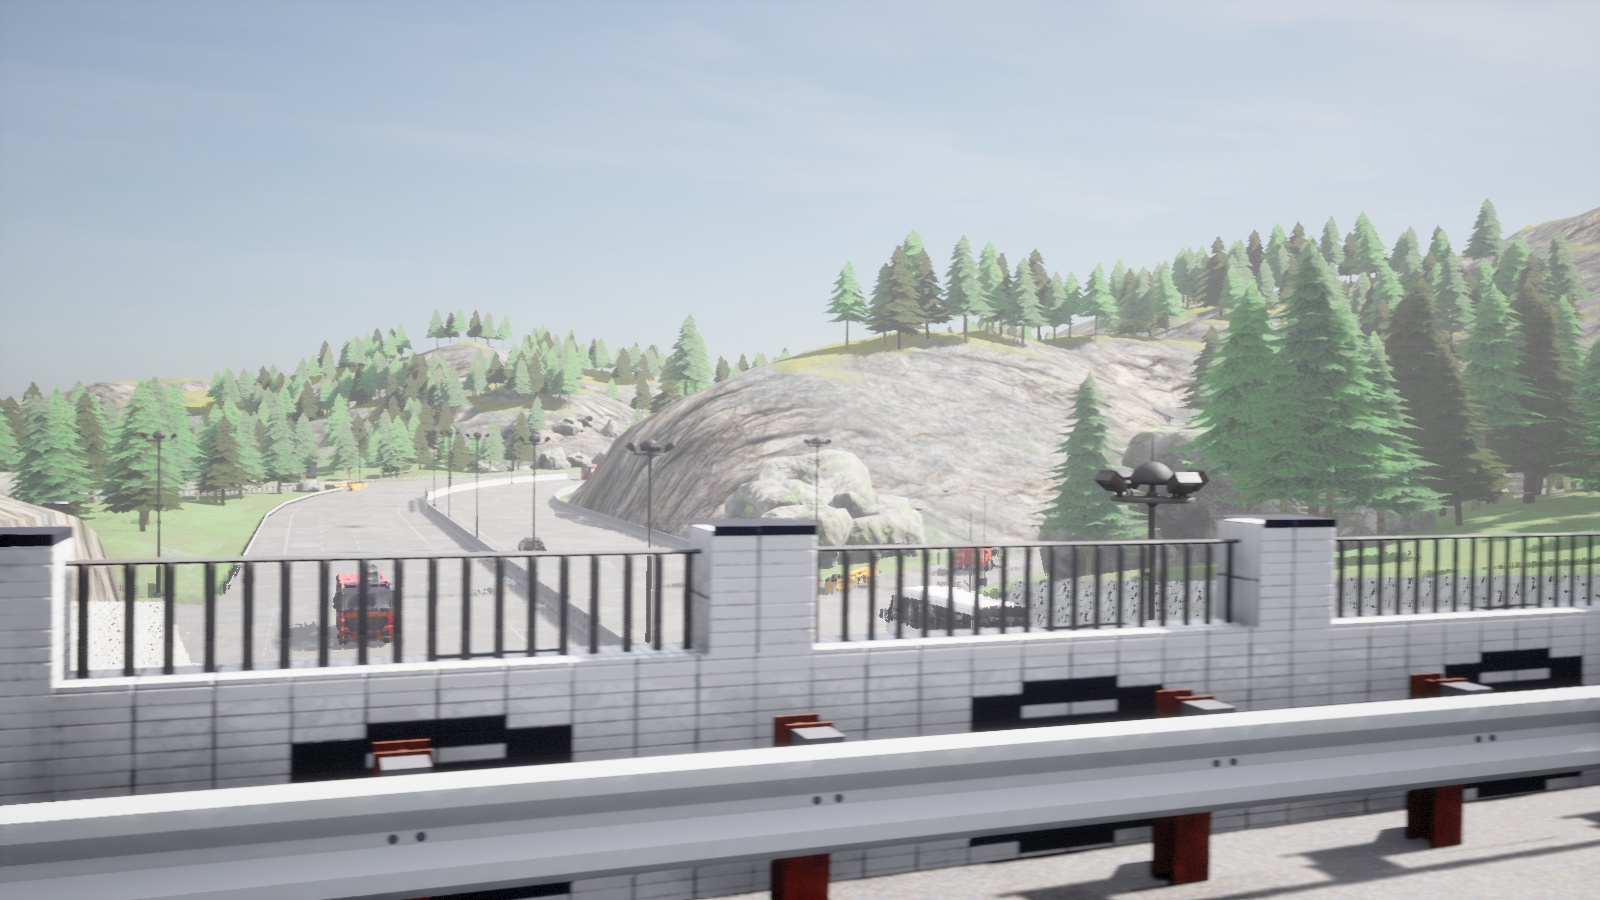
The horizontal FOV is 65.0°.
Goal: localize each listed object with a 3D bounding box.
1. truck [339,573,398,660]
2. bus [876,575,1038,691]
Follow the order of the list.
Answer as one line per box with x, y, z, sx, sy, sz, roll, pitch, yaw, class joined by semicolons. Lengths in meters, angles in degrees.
-25.596;9.704;74.307;2.891;3.827;8.468;-1;1;-21;truck
7.913;9.276;65.442;3.944;4.253;10.273;-1;1;-21;bus
